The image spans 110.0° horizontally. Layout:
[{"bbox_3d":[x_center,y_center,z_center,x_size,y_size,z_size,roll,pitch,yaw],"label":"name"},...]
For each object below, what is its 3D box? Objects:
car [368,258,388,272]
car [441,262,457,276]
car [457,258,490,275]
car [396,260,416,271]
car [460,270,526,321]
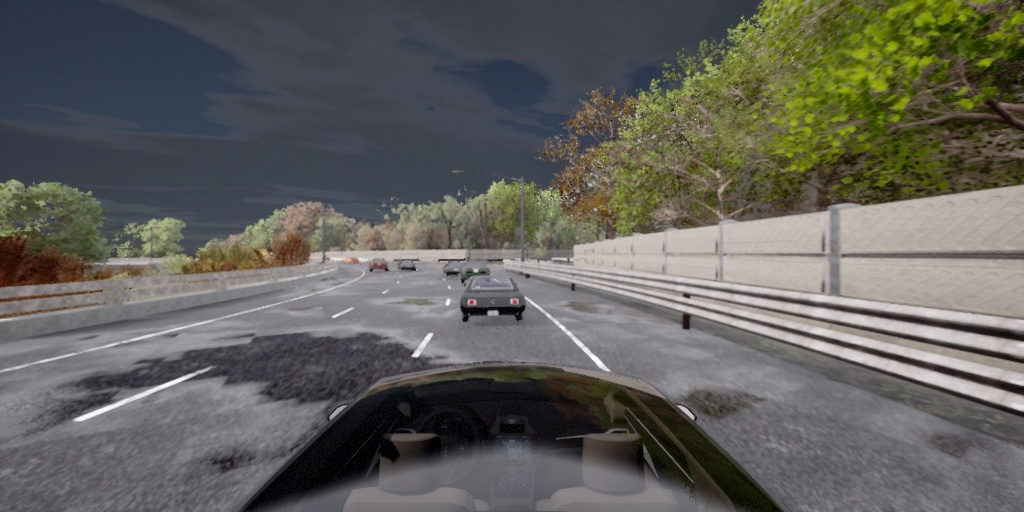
[{"bbox_3d":[-17.054,1.027,45.622,2.097,1.767,4.553,0,0,-24],"label":"car"},{"bbox_3d":[-5.879,1.239,35.848,1.994,1.385,4.181,0,0,-16],"label":"car"},{"bbox_3d":[-2.822,1.043,26.927,2.097,1.767,4.553,0,0,-9],"label":"car"},{"bbox_3d":[-13.965,1.228,47.243,1.994,1.385,4.181,0,0,-25],"label":"car"},{"bbox_3d":[-0.726,1.325,12.346,1.895,1.301,4.718,0,0,-5],"label":"car"}]
